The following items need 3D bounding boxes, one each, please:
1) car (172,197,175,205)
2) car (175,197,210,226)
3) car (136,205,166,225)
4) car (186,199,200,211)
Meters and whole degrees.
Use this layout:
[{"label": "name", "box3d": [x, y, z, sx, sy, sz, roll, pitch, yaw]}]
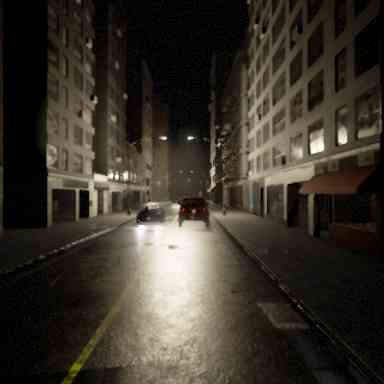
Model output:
[{"label": "car", "box3d": [-2.920, 1.705, 67.277, 2.128, 1.511, 4.902, 0, 0, 0]}, {"label": "car", "box3d": [0.128, 1.358, 24.585, 2.150, 2.045, 5.566, 0, 0, 0]}, {"label": "car", "box3d": [-3.067, 1.704, 25.633, 1.994, 1.385, 4.181, 0, 0, 0]}, {"label": "car", "box3d": [0.145, 1.723, 45.077, 1.882, 1.535, 5.008, 0, 0, 0]}]
